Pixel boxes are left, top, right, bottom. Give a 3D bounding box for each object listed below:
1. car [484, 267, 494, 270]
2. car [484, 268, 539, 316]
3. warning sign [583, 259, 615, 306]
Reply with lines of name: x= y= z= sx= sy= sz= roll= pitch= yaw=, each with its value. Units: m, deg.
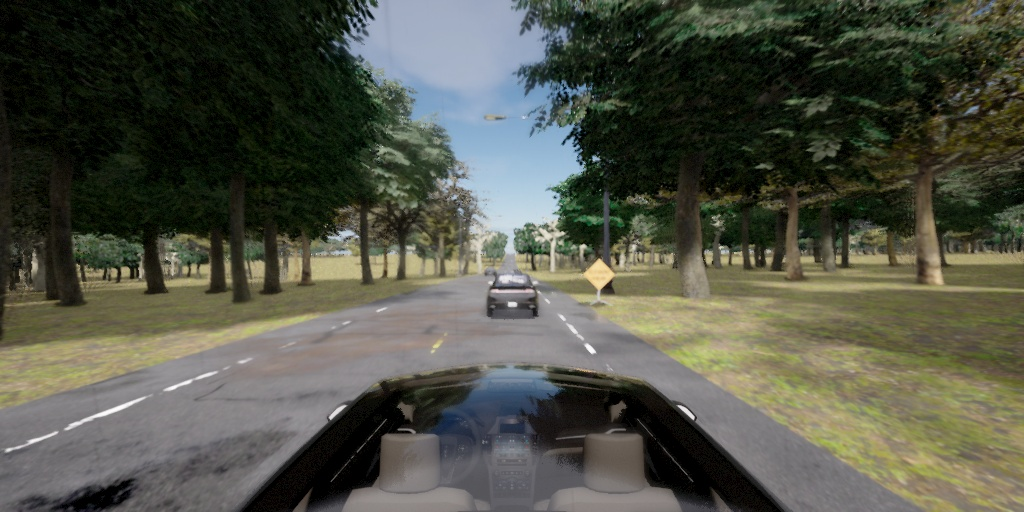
car: x=-3.566 y=2.584 z=59.189 sx=1.882 sy=1.535 sz=5.008 roll=0 pitch=-2 yaw=1
car: x=0.041 y=1.408 z=14.126 sx=2.128 sy=1.511 sz=4.902 roll=0 pitch=-1 yaw=1
warning sign: x=3.548 y=1.039 z=14.700 sx=1.300 sy=1.860 sz=1.060 roll=0 pitch=0 yaw=0
